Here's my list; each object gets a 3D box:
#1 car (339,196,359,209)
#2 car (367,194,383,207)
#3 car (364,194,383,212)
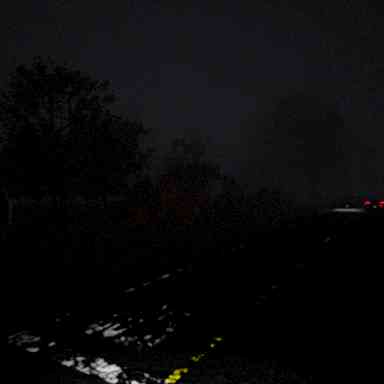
[{"bbox_3d":[18.570,1.161,39.238,2.033,1.411,5.357,0,1,30],"label":"car"},{"bbox_3d":[23.875,1.047,42.918,2.128,1.511,4.902,0,1,30],"label":"car"},{"bbox_3d":[18.751,1.187,33.957,1.812,1.442,4.674,0,1,31],"label":"car"}]
